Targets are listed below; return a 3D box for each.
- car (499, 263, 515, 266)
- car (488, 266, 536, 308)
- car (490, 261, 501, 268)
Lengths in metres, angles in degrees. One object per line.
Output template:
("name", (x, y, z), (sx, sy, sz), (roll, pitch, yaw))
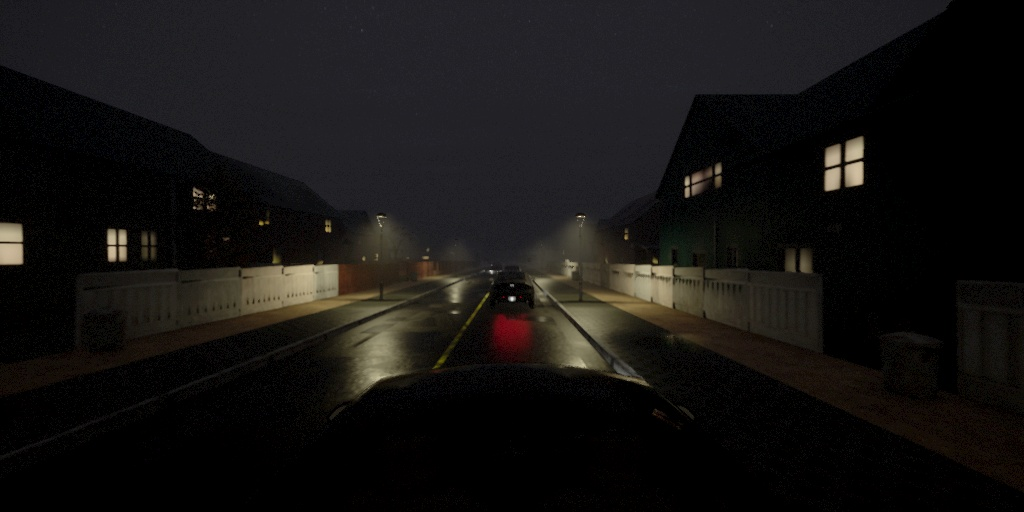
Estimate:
("car", (0.009, 1.539, 31.162), (1.837, 1.490, 4.892), (0, 0, 0))
("car", (0.006, 1.396, 16.142), (1.837, 1.490, 4.892), (0, 0, 0))
("car", (-2.740, 1.710, 64.414), (2.097, 1.767, 4.553), (0, 0, 0))
